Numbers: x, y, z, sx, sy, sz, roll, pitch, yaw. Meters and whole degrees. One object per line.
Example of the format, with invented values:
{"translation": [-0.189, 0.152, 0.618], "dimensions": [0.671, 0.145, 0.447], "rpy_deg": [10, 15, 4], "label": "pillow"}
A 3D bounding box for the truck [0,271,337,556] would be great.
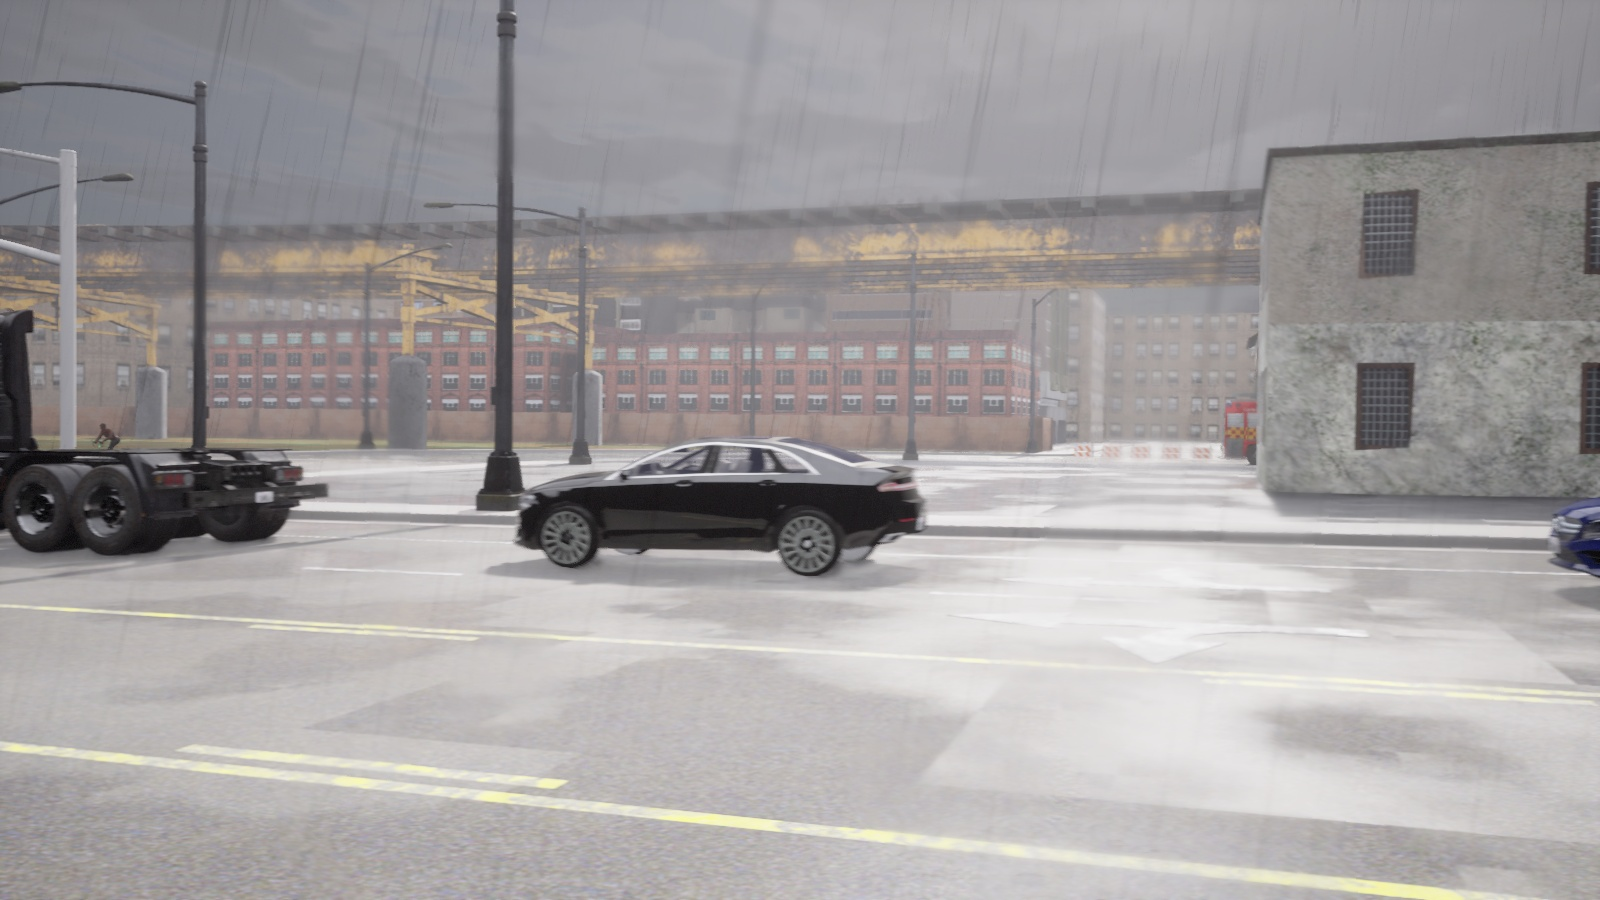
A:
{"translation": [-10.864, -0.515, 17.910], "dimensions": [7.936, 3.462, 2.891], "rpy_deg": [1, 1, 19], "label": "truck"}

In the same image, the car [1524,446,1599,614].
{"translation": [9.281, 0.710, 11.148], "dimensions": [4.674, 1.442, 1.812], "rpy_deg": [0, 1, 19], "label": "car"}

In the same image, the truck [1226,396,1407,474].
{"translation": [26.879, -0.823, 65.830], "dimensions": [8.468, 3.827, 2.891], "rpy_deg": [2, 1, 19], "label": "truck"}

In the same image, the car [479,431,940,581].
{"translation": [-1.009, 0.545, 14.608], "dimensions": [4.902, 1.511, 2.128], "rpy_deg": [1, 1, 19], "label": "car"}
